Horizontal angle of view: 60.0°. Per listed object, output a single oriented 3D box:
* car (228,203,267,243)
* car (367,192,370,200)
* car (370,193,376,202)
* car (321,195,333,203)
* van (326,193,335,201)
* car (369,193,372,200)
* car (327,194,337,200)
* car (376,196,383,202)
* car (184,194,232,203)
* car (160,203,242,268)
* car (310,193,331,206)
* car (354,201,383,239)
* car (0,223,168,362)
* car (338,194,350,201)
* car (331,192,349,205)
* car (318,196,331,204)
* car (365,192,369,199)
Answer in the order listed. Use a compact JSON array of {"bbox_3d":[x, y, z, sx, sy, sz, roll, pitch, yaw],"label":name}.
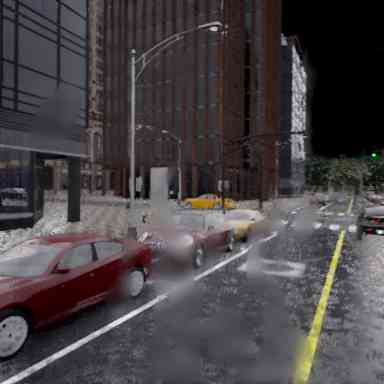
[{"bbox_3d":[2.285,1.413,15.612,1.752,1.417,4.829,1,1,26],"label":"car"},{"bbox_3d":[38.515,1.315,70.172,1.752,1.417,4.829,1,0,26],"label":"car"},{"bbox_3d":[31.261,1.387,55.370,2.008,1.369,4.403,1,0,26],"label":"car"},{"bbox_3d":[25.925,1.247,63.852,1.752,1.417,4.829,1,0,26],"label":"car"},{"bbox_3d":[30.786,1.031,73.769,1.690,1.788,3.998,1,0,26],"label":"van"},{"bbox_3d":[33.654,1.366,60.254,1.887,1.381,4.507,1,0,26],"label":"car"},{"bbox_3d":[33.177,1.226,78.653,2.008,1.369,4.403,1,0,26],"label":"car"},{"bbox_3d":[24.084,1.325,40.722,1.967,1.590,4.097,1,0,26],"label":"car"},{"bbox_3d":[1.510,0.975,32.419,5.008,1.535,1.882,2,0,29],"label":"car"},{"bbox_3d":[-0.041,1.346,10.864,1.967,1.590,4.097,1,1,26],"label":"car"},{"bbox_3d":[18.823,1.084,49.354,2.192,1.841,5.009,1,0,26],"label":"car"},{"bbox_3d":[9.134,1.449,16.363,1.837,1.490,4.892,1,1,27],"label":"car"},{"bbox_3d":[-2.443,1.469,5.964,1.887,1.381,4.507,1,1,26],"label":"car"},{"bbox_3d":[31.876,1.169,69.716,1.994,1.385,4.181,1,0,26],"label":"car"},{"bbox_3d":[24.881,1.270,55.497,2.128,1.511,4.902,1,1,27],"label":"car"},{"bbox_3d":[23.606,1.319,59.122,1.802,1.307,4.206,1,0,26],"label":"car"},{"bbox_3d":[43.300,1.285,79.937,1.752,1.417,4.829,1,0,26],"label":"car"}]
